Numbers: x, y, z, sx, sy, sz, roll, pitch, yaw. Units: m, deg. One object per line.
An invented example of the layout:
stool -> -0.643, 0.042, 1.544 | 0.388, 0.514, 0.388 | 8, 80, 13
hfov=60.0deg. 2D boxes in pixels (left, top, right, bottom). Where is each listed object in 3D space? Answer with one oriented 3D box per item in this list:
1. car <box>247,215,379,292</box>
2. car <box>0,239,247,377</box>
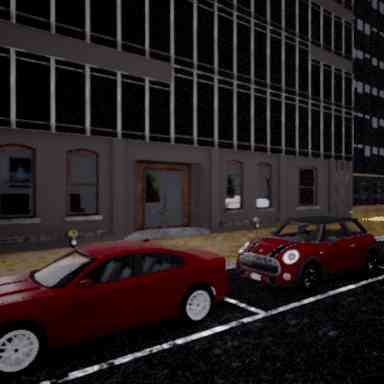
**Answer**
car -> 3.088, 1.398, 8.755 | 4.097, 1.590, 1.967 | 0, 1, -35
car -> -1.422, 1.534, 5.540 | 4.507, 1.381, 1.887 | 0, 1, -35
